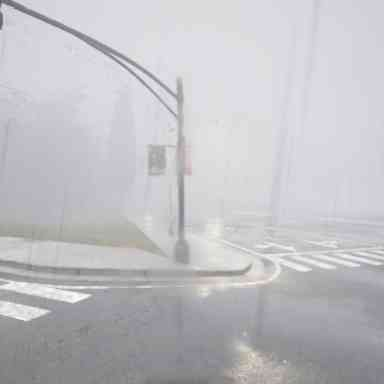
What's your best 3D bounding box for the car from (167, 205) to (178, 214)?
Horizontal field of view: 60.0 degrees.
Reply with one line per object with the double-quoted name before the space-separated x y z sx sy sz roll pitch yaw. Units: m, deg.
"car" -3.249 3.079 59.919 2.097 1.767 4.553 -1 -2 -14
